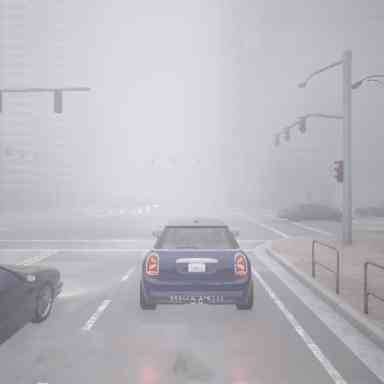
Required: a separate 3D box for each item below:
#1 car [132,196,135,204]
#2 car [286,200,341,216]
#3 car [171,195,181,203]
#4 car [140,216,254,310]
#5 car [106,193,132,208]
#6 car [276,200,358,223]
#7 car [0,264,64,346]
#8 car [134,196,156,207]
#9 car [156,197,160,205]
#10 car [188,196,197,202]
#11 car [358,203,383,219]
[{"bbox_3d":[-10.485,1.505,58.067,1.837,1.490,4.892,0,0,0],"label":"car"},{"bbox_3d":[11.705,1.526,32.157,4.674,1.442,1.812,0,0,1],"label":"car"},{"bbox_3d":[-3.359,1.478,71.255,1.882,1.535,5.008,0,0,0],"label":"car"},{"bbox_3d":[0.092,1.352,7.980,2.097,1.767,4.553,0,0,0],"label":"car"},{"bbox_3d":[-10.522,1.352,48.122,2.097,1.767,4.553,0,0,0],"label":"car"},{"bbox_3d":[9.103,1.547,24.983,5.357,1.411,2.033,0,0,0],"label":"car"},{"bbox_3d":[-3.414,1.547,4.121,2.033,1.411,5.357,0,0,-1],"label":"car"},{"bbox_3d":[-7.017,1.564,50.385,1.994,1.385,4.181,0,0,0],"label":"car"},{"bbox_3d":[-6.976,1.601,60.345,1.895,1.301,4.718,0,0,0],"label":"car"},{"bbox_3d":[0.117,1.553,72.611,1.994,1.385,4.181,0,0,0],"label":"car"},{"bbox_3d":[16.500,1.601,28.615,4.718,1.301,1.895,0,0,1],"label":"car"}]
